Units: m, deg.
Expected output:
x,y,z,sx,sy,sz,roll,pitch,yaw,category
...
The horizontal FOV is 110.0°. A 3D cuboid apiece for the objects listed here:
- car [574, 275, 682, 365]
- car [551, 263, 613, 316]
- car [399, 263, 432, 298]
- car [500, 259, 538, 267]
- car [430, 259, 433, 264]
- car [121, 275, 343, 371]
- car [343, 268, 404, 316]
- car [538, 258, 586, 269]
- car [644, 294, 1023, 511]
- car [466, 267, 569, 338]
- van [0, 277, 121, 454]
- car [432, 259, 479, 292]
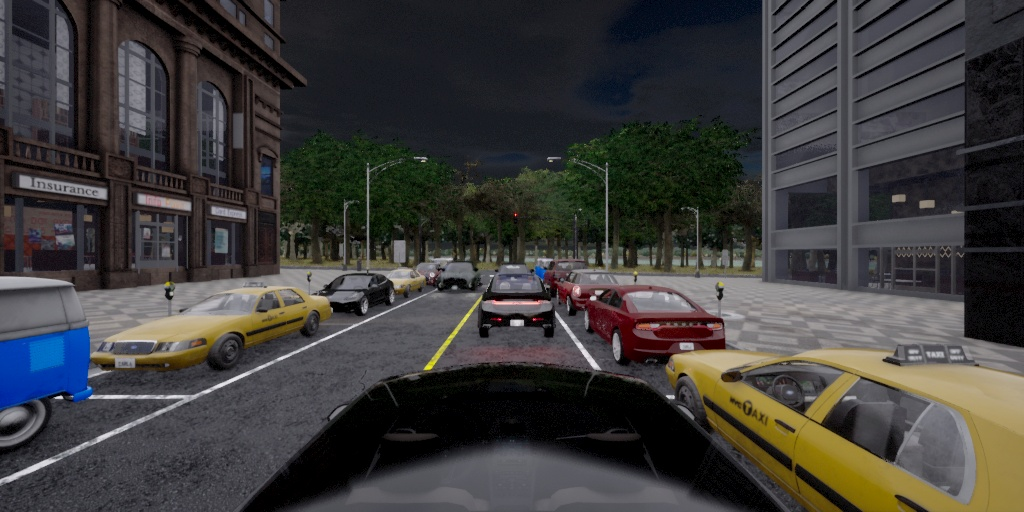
x,y,z,sx,sy,sz,roll,pitch,yaw,category
2.772,1.295,7.904,1.888,1.381,4.507,0,0,0,car
2.780,1.190,13.341,1.967,1.591,4.097,0,0,0,car
-5.737,1.276,18.622,1.751,1.417,4.829,0,0,0,car
0.128,1.103,19.183,2.097,1.767,4.553,0,0,1,car
-5.728,1.191,24.229,1.967,1.591,4.097,0,0,0,car
-5.754,1.275,7.747,1.751,1.417,4.829,0,0,0,car
-5.745,1.316,13.354,1.948,1.339,4.313,0,0,0,car
2.789,1.065,18.779,2.192,1.841,5.009,0,0,0,car
2.763,1.275,2.636,1.751,1.417,4.829,0,0,0,car
0.114,1.241,10.218,2.128,1.511,4.902,0,0,0,car
-5.762,1.090,2.479,1.690,1.789,3.998,0,0,0,van
-3.025,1.102,21.325,2.097,1.767,4.553,0,0,1,car
